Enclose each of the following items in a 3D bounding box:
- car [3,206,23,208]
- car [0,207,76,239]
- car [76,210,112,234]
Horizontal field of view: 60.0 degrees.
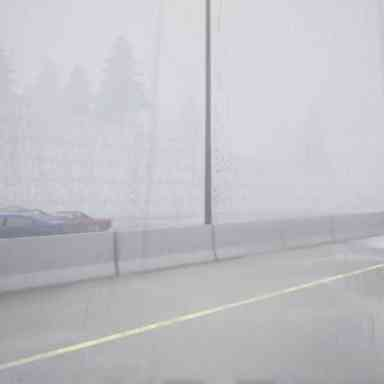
[{"bbox_3d":[-9.564,1.607,18.668,4.718,1.301,1.895,0,0,-36],"label":"car"},{"bbox_3d":[-7.061,1.482,11.852,5.008,1.535,1.882,0,0,-36],"label":"car"},{"bbox_3d":[-6.546,1.604,16.524,4.718,1.301,1.895,0,0,-36],"label":"car"}]
